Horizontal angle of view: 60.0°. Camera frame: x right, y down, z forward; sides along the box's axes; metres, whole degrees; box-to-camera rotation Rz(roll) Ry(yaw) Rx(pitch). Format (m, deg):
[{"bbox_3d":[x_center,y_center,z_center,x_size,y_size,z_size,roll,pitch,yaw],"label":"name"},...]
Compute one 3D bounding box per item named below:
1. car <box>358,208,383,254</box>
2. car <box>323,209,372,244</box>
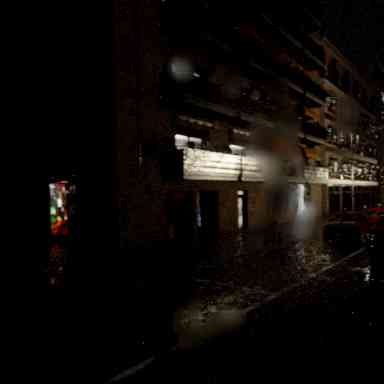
[{"bbox_3d":[8.574,1.596,13.586,1.882,1.535,5.008,-2,-1,40],"label":"car"},{"bbox_3d":[8.120,1.724,16.915,1.887,1.381,4.507,-2,-2,40],"label":"car"}]
